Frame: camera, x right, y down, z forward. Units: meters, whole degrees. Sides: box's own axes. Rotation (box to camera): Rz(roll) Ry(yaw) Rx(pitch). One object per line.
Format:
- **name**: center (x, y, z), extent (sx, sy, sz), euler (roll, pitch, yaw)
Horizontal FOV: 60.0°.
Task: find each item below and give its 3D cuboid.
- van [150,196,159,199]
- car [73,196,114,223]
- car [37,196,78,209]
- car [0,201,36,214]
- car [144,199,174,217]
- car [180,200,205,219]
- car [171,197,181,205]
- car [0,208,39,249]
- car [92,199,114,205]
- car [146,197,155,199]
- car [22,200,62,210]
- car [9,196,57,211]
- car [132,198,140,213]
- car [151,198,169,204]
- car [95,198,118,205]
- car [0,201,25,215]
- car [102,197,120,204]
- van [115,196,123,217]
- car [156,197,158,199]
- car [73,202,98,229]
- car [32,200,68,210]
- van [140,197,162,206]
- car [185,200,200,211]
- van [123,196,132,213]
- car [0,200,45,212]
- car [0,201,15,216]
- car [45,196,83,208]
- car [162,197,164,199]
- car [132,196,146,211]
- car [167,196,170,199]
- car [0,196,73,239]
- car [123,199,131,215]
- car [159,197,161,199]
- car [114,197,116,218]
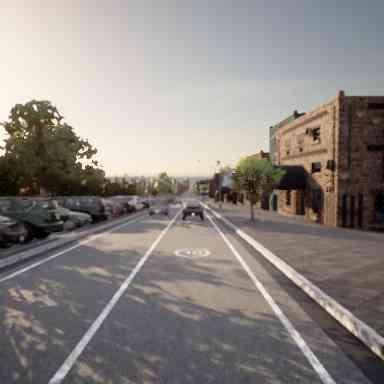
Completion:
- **van**: center (-8.754, 1.826, 60.226), extent (4.442, 1.987, 1.878), euler (0, -1, 0)
- **car**: center (-8.866, 1.341, 23.790), extent (5.566, 2.045, 2.435), euler (0, -1, 0)
- **car**: center (-21.914, 1.714, 54.382), extent (5.566, 2.045, 2.435), euler (0, -1, 0)
- **car**: center (-21.899, 1.814, 40.456), extent (4.792, 1.488, 2.163), euler (0, -1, 0)
- **car**: center (-3.336, 1.738, 34.378), extent (2.128, 1.511, 4.902), euler (0, -1, 0)
- **car**: center (0.103, 1.712, 31.011), extent (1.837, 1.490, 4.892), euler (0, -1, 0)
- **car**: center (-3.230, 2.268, 75.551), extent (1.994, 1.385, 4.181), euler (0, -1, 0)
- **car**: center (-8.838, 1.502, 12.577), extent (4.892, 1.521, 2.231), euler (0, 0, 0)
- **car**: center (-21.980, 2.383, 82.260), extent (4.892, 1.521, 2.231), euler (0, -1, 0)
- **car**: center (-8.856, 1.928, 51.817), extent (5.008, 1.535, 2.097), euler (0, -1, 0)
- **car**: center (-21.932, 1.888, 48.811), extent (5.008, 1.535, 2.097), euler (0, -1, 0)
- **car**: center (-21.906, 1.600, 46.027), extent (5.566, 2.045, 2.435), euler (0, -1, 0)
- **car**: center (-8.840, 1.753, 37.801), extent (5.008, 1.535, 2.097), euler (0, -1, 0)
- **car**: center (-8.901, 2.555, 93.858), extent (4.892, 1.521, 2.231), euler (0, -1, 0)
- **car**: center (-21.792, 2.420, 85.037), extent (5.366, 1.575, 1.946), euler (0, -1, 0)
- **car**: center (-21.920, 1.752, 37.672), extent (5.008, 1.535, 2.097), euler (0, -1, 0)
- **car**: center (-22.014, 2.380, 90.588), extent (4.553, 1.767, 2.185), euler (0, -1, 0)
- **van**: center (-8.723, 1.429, 29.394), extent (4.442, 1.987, 1.878), euler (0, -1, 0)
- **car**: center (-8.896, 2.040, 57.419), extent (4.792, 1.488, 2.163), euler (0, -1, 0)
- **car**: center (-8.845, 1.564, 20.982), extent (4.892, 1.521, 2.231), euler (0, -1, 0)
- **car**: center (-21.938, 1.964, 51.471), extent (4.674, 1.452, 2.002), euler (0, -1, 0)
- **van**: center (-8.766, 1.993, 71.438), extent (4.442, 1.987, 1.878), euler (0, -1, 0)
- **car**: center (0.021, 1.953, 47.687), extent (2.033, 1.411, 5.357), euler (0, -1, 0)
- **van**: center (-8.959, 1.494, 35.001), extent (4.442, 1.987, 1.878), euler (0, -1, 0)
- **car**: center (-21.960, 1.847, 43.241), extent (4.792, 1.488, 2.163), euler (0, -1, 0)
- **car**: center (-21.737, 1.716, 34.886), extent (5.366, 1.575, 1.946), euler (0, -1, 0)
- **car**: center (-21.918, 1.754, 57.044), extent (5.566, 2.045, 2.435), euler (0, -1, 0)
- **car**: center (-8.874, 2.177, 68.632), extent (5.008, 1.535, 2.097), euler (0, -1, 0)
- **car**: center (-8.877, 1.534, 40.608), extent (5.566, 2.045, 2.435), euler (0, -1, 0)
- **car**: center (-8.867, 2.135, 82.650), extent (5.566, 2.045, 2.435), euler (0, -1, 0)
- **car**: center (-8.871, 1.267, 15.380), extent (5.566, 2.045, 2.435), euler (0, 0, 0)
- **car**: center (-8.835, 1.688, 32.196), extent (4.892, 1.521, 2.231), euler (0, -1, 0)
- **car**: center (-8.844, 2.123, 63.025), extent (4.792, 1.488, 2.163), euler (0, -1, 0)
- **car**: center (-8.807, 1.496, 26.589), extent (4.553, 1.767, 2.185), euler (0, -1, 0)
